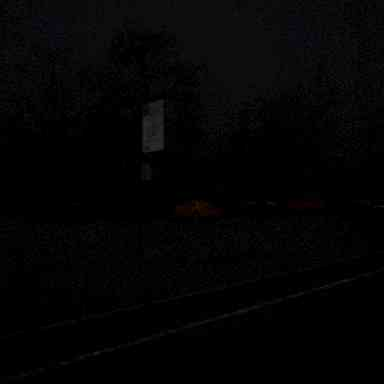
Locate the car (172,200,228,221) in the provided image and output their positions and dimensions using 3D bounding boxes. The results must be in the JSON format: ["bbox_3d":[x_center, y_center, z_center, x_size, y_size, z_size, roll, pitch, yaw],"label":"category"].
[{"bbox_3d":[0.218,1.408,26.661,2.097,1.535,5.008,0,0,-35],"label":"car"}]

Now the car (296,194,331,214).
[{"bbox_3d":[11.570,1.309,34.725,2.185,1.767,4.553,0,0,-36],"label":"car"}]

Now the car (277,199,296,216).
[{"bbox_3d":[7.017,1.454,31.517,2.002,1.452,4.674,0,0,-35],"label":"car"}]

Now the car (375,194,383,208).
[{"bbox_3d":[29.688,1.318,47.688,2.435,2.045,5.566,0,0,-36],"label":"car"}]

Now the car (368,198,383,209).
[{"bbox_3d":[27.390,1.580,46.113,2.163,1.488,4.792,0,0,-36],"label":"car"}]

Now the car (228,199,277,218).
[{"bbox_3d":[4.747,1.408,29.902,2.097,1.535,5.008,0,0,-35],"label":"car"}]

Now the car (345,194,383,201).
[{"bbox_3d":[12.322,1.158,19.268,2.435,2.045,5.566,0,0,-35],"label":"car"}]

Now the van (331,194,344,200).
[{"bbox_3d":[13.747,1.223,36.461,1.878,1.987,4.442,0,0,-36],"label":"van"}]

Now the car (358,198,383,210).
[{"bbox_3d":[25.160,1.563,44.445,2.163,1.488,4.792,0,0,-36],"label":"car"}]

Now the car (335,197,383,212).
[{"bbox_3d":[20.720,1.496,41.075,1.946,1.575,5.366,0,0,-36],"label":"car"}]

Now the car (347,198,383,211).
[{"bbox_3d":[22.881,1.516,42.843,2.097,1.535,5.008,0,0,-36],"label":"car"}]

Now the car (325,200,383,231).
[{"bbox_3d":[10.061,1.408,17.613,2.231,1.521,4.892,0,0,-35],"label":"car"}]
